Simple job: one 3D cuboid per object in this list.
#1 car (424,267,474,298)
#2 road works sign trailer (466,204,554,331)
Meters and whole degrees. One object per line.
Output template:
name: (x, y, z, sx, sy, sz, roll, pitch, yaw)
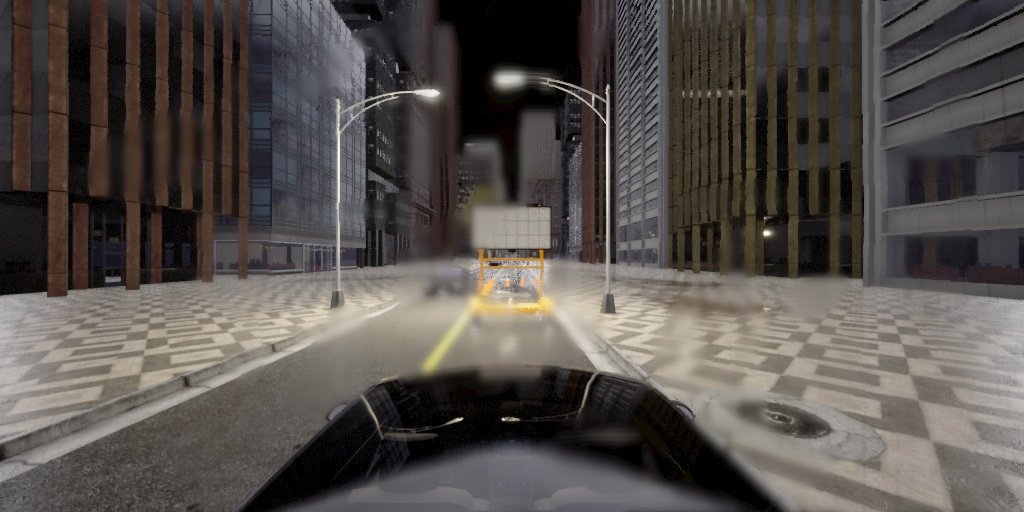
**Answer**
car: (-3.114, 1.300, 18.906, 2.033, 1.411, 5.357, 0, 0, 0)
road works sign trailer: (-0.007, 0.215, 10.981, 2.380, 3.560, 2.880, 0, 0, 0)
